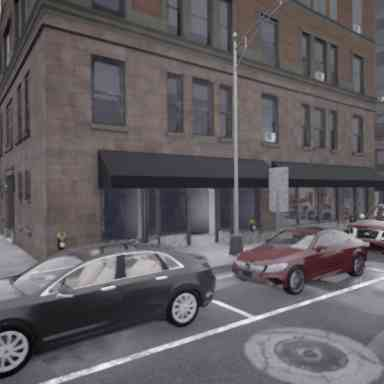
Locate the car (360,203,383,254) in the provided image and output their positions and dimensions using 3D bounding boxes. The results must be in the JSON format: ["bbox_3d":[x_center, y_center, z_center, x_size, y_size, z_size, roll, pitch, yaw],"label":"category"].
[{"bbox_3d":[7.479,1.317,11.888,5.009,1.841,2.192,0,-1,-36],"label":"car"}]

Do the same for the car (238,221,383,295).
[{"bbox_3d":[2.937,1.582,8.642,4.206,1.307,1.802,0,-1,-36],"label":"car"}]

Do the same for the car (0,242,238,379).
[{"bbox_3d":[-1.606,1.550,5.397,4.403,1.369,2.008,0,-1,-36],"label":"car"}]
